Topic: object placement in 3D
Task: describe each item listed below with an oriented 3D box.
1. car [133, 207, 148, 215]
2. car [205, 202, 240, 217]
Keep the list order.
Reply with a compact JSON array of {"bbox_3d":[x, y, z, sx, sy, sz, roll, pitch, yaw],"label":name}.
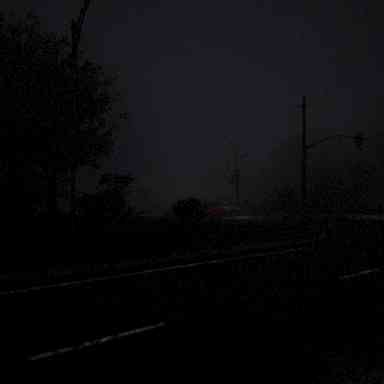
[{"bbox_3d":[-9.499,3.289,57.582,2.033,1.411,5.357,0,-3,-32],"label":"car"},{"bbox_3d":[3.327,1.866,37.328,2.097,1.767,4.553,0,-3,-33],"label":"car"}]
